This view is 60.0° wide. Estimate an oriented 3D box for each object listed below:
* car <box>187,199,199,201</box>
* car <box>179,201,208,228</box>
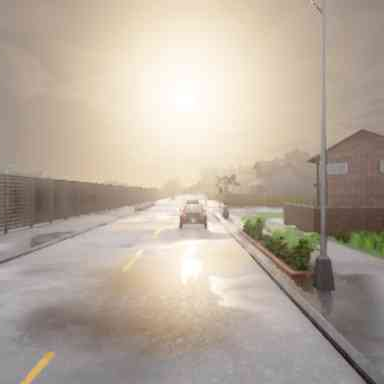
[{"bbox_3d":[0.091,1.565,40.050,1.837,1.490,4.892,0,0,0],"label":"car"},{"bbox_3d":[0.090,1.558,22.329,1.812,1.442,4.674,0,0,0],"label":"car"}]
